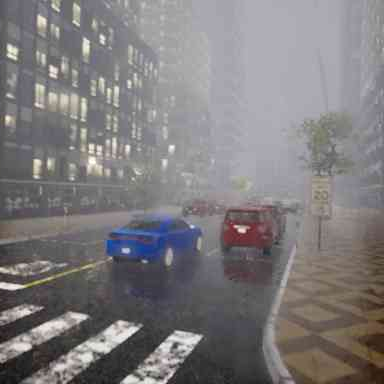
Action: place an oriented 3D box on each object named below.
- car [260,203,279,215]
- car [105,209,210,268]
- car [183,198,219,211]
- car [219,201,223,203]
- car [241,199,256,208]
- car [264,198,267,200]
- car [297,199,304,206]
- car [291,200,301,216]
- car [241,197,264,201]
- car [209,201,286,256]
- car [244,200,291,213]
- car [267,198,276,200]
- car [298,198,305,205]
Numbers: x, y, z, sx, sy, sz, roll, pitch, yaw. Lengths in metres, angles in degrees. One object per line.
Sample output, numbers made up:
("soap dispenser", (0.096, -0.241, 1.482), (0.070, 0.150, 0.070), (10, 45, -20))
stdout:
("car", (10.109, 2.108, 43.193), (1.895, 1.301, 4.718), (2, 0, 20))
("car", (-1.098, 1.583, 12.014), (1.882, 1.535, 5.008), (2, 0, 20))
("car", (0.704, 1.532, 32.844), (2.192, 1.841, 5.009), (1, 0, 20))
("car", (2.571, 1.724, 38.078), (1.967, 1.590, 4.097), (1, 0, 20))
("car", (10.051, 1.997, 59.015), (1.967, 1.590, 4.097), (1, 0, 20))
("car", (13.788, 2.246, 69.482), (2.008, 1.369, 4.403), (1, 0, 20))
("car", (17.467, 2.297, 56.362), (1.887, 1.381, 4.507), (1, 0, 20))
("car", (11.856, 2.098, 40.659), (2.008, 1.369, 4.403), (1, 0, 20))
("car", (8.152, 1.684, 46.058), (2.150, 2.045, 5.566), (2, 0, 20))
("car", (2.618, 1.530, 14.455), (2.192, 1.841, 5.009), (1, 0, 20))
("car", (4.397, 1.594, 19.720), (2.192, 1.841, 5.009), (1, 0, 20))
("car", (13.417, 2.107, 52.588), (1.882, 1.535, 5.008), (2, 0, 20))
("car", (26.816, 2.649, 82.533), (2.008, 1.369, 4.403), (1, 0, 20))
